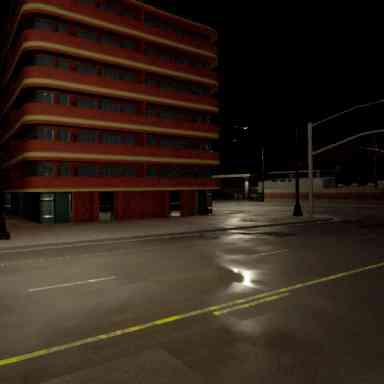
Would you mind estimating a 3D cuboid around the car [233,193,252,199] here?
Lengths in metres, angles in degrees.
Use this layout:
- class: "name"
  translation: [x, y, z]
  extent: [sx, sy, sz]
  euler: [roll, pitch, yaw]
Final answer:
- class: "car"
  translation: [12.890, 1.061, 81.963]
  extent: [3.806, 1.475, 1.970]
  euler: [-1, 1, -35]

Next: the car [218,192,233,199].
- class: "car"
  translation: [8.918, 0.930, 86.185]
  extent: [4.611, 1.667, 2.242]
  euler: [-1, 1, -35]
